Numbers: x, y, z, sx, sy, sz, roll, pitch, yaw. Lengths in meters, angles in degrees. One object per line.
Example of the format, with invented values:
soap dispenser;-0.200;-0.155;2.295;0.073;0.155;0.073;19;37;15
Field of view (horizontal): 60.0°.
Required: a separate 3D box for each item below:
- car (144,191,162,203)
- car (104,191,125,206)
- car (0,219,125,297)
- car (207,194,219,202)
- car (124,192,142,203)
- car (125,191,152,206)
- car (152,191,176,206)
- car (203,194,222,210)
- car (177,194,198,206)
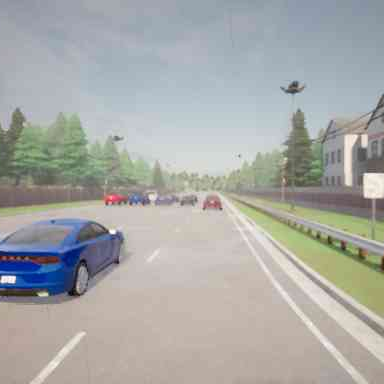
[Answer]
car;-6.880;0.823;58.867;2.150;2.045;5.566;0;0;4
car;-11.072;0.884;48.706;2.150;2.045;5.566;0;0;4
car;-3.153;1.416;8.506;1.882;1.535;5.008;0;0;4
car;3.920;1.091;61.490;2.128;1.511;4.902;0;0;4
car;-10.376;0.947;59.043;2.097;1.767;4.553;0;0;4
car;-7.580;0.891;48.471;2.150;2.045;5.566;0;0;4
car;-4.064;1.026;48.593;2.097;1.767;4.553;0;0;4
car;2.390;1.100;38.762;2.097;1.767;4.553;0;0;4
car;-0.598;1.188;47.973;1.837;1.490;4.892;0;0;4
